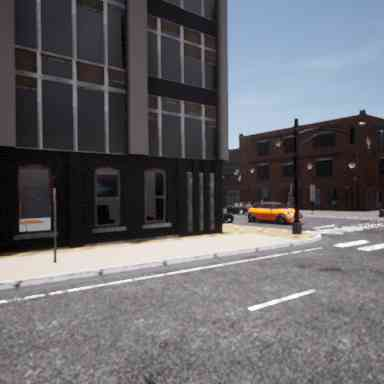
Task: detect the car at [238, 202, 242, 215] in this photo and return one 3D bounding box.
[{"bbox_3d":[5.297,1.885,38.216,2.008,1.369,4.403,-2,0,-37],"label":"car"}]

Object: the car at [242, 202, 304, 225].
[{"bbox_3d":[6.633,1.595,26.590,2.097,1.767,4.553,-1,0,-37],"label":"car"}]

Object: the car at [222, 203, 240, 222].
[{"bbox_3d":[1.695,1.911,28.614,1.947,1.339,4.313,-2,0,-37],"label":"car"}]
